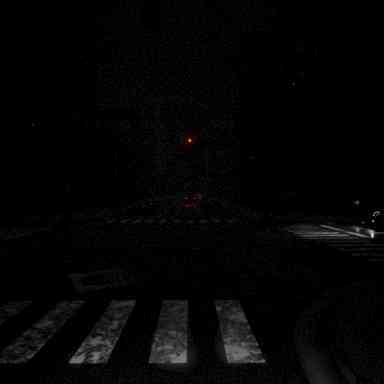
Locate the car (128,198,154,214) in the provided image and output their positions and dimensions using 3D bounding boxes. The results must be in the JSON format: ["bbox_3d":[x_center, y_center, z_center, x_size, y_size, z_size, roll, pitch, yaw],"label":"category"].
[{"bbox_3d":[-5.678,1.480,36.189,1.967,1.590,4.097,0,0,0],"label":"car"}]

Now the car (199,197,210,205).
[{"bbox_3d":[2.389,1.647,63.730,2.008,1.369,4.403,0,0,0],"label":"car"}]

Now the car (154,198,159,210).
[{"bbox_3d":[-5.669,1.490,41.700,1.967,1.590,4.097,0,0,0],"label":"car"}]

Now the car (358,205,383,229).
[{"bbox_3d":[12.893,1.305,20.689,4.553,1.767,2.097,0,0,0],"label":"car"}]

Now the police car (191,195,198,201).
[{"bbox_3d":[0.618,1.599,90.257,1.930,1.638,5.238,0,0,0],"label":"police car"}]

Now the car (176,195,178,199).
[{"bbox_3d":[-5.593,1.721,91.297,1.887,1.381,4.507,0,0,0],"label":"car"}]

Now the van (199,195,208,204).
[{"bbox_3d":[2.397,1.453,69.241,1.690,1.788,3.998,0,0,0],"label":"van"}]

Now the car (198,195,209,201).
[{"bbox_3d":[2.372,1.637,52.709,1.947,1.339,4.313,0,0,0],"label":"car"}]

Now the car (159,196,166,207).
[{"bbox_3d":[-5.653,1.653,52.721,1.802,1.307,4.206,0,0,0],"label":"car"}]

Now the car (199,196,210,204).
[{"bbox_3d":[2.364,1.641,47.199,1.802,1.307,4.206,0,0,0],"label":"car"}]

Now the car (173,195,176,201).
[{"bbox_3d":[-5.611,1.694,80.275,2.008,1.369,4.403,0,0,0],"label":"car"}]

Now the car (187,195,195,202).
[{"bbox_3d":[-0.232,1.480,73.713,1.812,1.442,4.674,0,0,0],"label":"car"}]

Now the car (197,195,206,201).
[{"bbox_3d":[2.423,1.600,85.774,1.967,1.590,4.097,0,0,0],"label":"car"}]

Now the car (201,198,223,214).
[{"bbox_3d":[2.347,1.606,36.176,1.947,1.339,4.313,0,0,0],"label":"car"}]

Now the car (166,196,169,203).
[{"bbox_3d":[-5.644,1.634,58.232,2.008,1.369,4.403,0,0,0],"label":"car"}]

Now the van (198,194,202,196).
[{"bbox_3d":[2.381,1.424,58.220,1.690,1.788,3.998,0,0,0],"label":"van"}]

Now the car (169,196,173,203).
[{"bbox_3d":[-5.628,1.552,69.253,1.967,1.590,4.097,0,0,0],"label":"car"}]

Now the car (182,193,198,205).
[{"bbox_3d":[-0.248,1.318,63.358,2.150,2.045,5.566,0,0,0],"label":"car"}]
